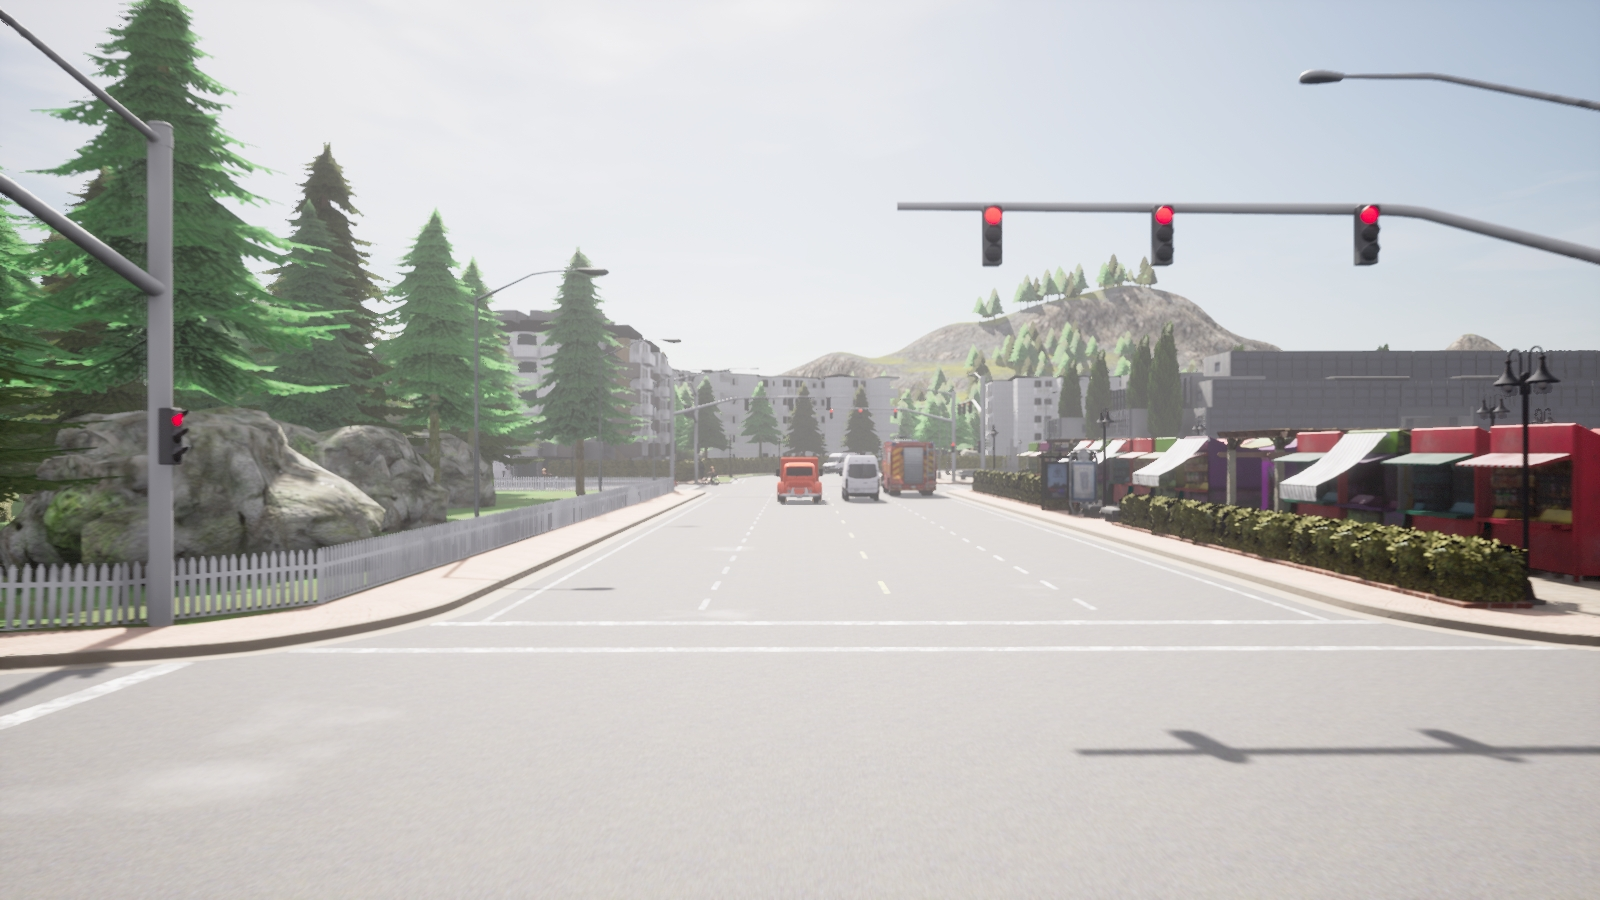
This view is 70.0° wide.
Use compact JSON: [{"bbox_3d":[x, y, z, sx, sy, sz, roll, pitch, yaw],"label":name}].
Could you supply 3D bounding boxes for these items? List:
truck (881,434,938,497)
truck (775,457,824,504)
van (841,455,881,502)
[{"bbox_3d":[6.969,0.935,74.149,2.891,3.827,8.468,0,0,0],"label":"truck"},{"bbox_3d":[-0.034,1.621,63.200,2.627,2.467,5.204,0,0,0],"label":"truck"},{"bbox_3d":[3.465,1.581,66.151,1.988,2.561,5.915,0,0,0],"label":"van"}]
